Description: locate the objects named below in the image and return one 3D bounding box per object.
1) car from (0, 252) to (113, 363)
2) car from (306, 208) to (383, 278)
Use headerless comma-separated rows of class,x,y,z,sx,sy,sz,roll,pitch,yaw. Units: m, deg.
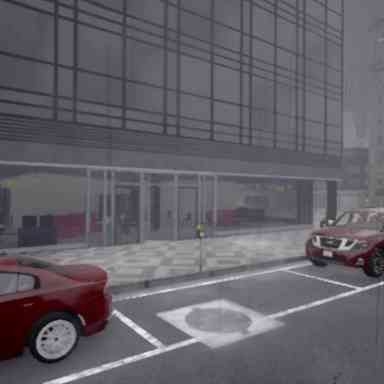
car,-3.304,1.540,4.297,4.507,1.381,1.887,1,-1,-36
car,5.885,1.463,10.856,5.009,1.841,2.192,1,-1,-36
